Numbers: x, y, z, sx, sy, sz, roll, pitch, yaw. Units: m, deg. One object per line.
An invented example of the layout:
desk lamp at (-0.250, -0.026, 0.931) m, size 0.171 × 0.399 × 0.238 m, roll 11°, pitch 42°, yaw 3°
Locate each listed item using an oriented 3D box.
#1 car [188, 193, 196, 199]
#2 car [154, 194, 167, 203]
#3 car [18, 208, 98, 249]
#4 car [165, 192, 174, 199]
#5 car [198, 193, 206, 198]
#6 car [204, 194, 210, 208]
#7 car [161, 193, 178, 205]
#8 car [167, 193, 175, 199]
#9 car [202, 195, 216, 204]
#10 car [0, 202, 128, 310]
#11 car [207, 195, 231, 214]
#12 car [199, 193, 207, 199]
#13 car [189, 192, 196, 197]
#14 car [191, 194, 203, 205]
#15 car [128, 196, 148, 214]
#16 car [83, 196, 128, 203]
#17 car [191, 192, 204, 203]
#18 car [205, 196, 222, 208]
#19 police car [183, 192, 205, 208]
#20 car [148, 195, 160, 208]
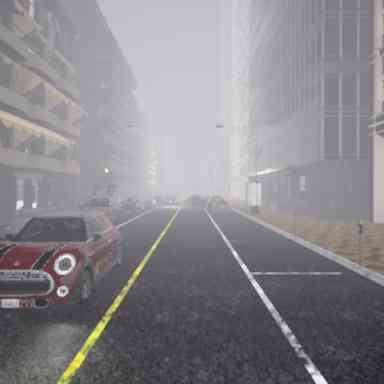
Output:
car at (0.076, 0.950, 78.137) m, size 1.812 × 1.442 × 4.674 m, roll 0°, pitch 0°, yaw 0°
car at (-5.633, 1.132, 59.730) m, size 1.752 × 1.417 × 4.829 m, roll 0°, pitch 0°, yaw 0°
car at (-5.676, 1.481, 14.712) m, size 1.802 × 1.307 × 4.206 m, roll 0°, pitch 0°, yaw 0°
car at (-5.611, 0.911, 82.492) m, size 1.967 × 1.590 × 4.097 m, roll 0°, pitch 0°, yaw 0°
car at (2.780, 0.956, 93.782) m, size 2.008 × 1.369 × 4.403 m, roll 0°, pitch 0°, yaw 0°
car at (2.726, 1.190, 37.296) m, size 1.967 × 1.590 × 4.097 m, roll 0°, pitch 0°, yaw 0°
car at (-3.032, 1.159, 49.812) m, size 2.128 × 1.511 × 4.902 m, roll 0°, pitch 1°, yaw 0°
car at (-5.606, 1.020, 88.142) m, size 1.802 × 1.307 × 4.206 m, roll 0°, pitch 0°, yaw 0°
car at (2.743, 1.207, 54.243) m, size 1.947 × 1.339 × 4.313 m, roll 0°, pitch 0°, yaw 0°
car at (-3.091, 1.296, 7.921) m, size 2.097 × 1.767 × 4.553 m, roll 0°, pitch 0°, yaw 0°
car at (2.721, 1.311, 31.819) m, size 1.752 × 1.417 × 4.829 m, roll 0°, pitch 0°, yaw 0°
car at (2.769, 1.016, 82.485) m, size 1.887 × 1.381 × 4.507 m, roll 0°, pitch 0°, yaw 0°
car at (0.091, 0.743, 93.864) m, size 1.812 × 1.442 × 4.674 m, roll 0°, pitch 0°, yaw 0°
car at (0.832, 1.157, 52.477) m, size 1.837 × 1.490 × 4.892 m, roll 0°, pitch 0°, yaw 1°
car at (-5.660, 1.227, 31.657) m, size 1.967 × 1.590 × 4.097 m, roll 0°, pitch 0°, yaw 0°
car at (-5.671, 1.177, 20.359) m, size 2.192 × 1.841 × 5.009 m, roll 0°, pitch 0°, yaw 0°
car at (0.957, 0.967, 58.427) m, size 2.097 × 1.767 × 4.553 m, roll 0°, pitch 0°, yaw 0°
car at (2.731, 1.263, 42.947) m, size 2.008 × 1.369 × 4.403 m, roll 0°, pitch 0°, yaw 0°
police car at (0.289, 1.141, 42.445) m, size 1.930 × 1.638 × 5.238 m, roll 0°, pitch 0°, yaw -18°
car at (-5.649, 1.263, 42.954) m, size 2.008 × 1.369 × 4.403 m, roll 0°, pitch 0°, yaw 0°
